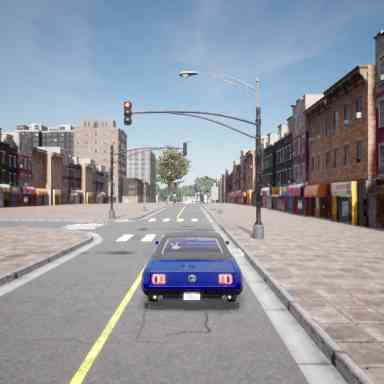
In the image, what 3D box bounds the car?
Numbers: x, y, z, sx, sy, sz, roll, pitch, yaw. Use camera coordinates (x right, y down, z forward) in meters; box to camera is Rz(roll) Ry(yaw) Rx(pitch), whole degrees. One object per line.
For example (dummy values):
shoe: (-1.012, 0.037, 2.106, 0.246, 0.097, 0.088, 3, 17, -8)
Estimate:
car: (0.009, 1.612, 8.267, 1.895, 1.301, 4.718, 0, 0, 0)
